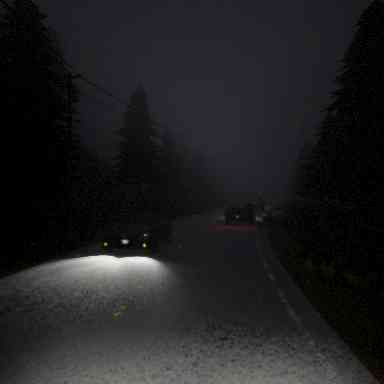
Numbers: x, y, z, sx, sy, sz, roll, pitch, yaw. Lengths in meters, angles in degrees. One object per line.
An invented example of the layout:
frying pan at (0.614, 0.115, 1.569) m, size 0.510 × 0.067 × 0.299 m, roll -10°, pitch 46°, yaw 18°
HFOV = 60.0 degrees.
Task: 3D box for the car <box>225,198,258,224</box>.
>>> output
car at (3.624, 1.452, 24.502) m, size 1.882 × 1.535 × 5.008 m, roll 0°, pitch 0°, yaw 14°

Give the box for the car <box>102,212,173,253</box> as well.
car at (-2.062, 1.539, 13.597) m, size 1.994 × 1.385 × 4.181 m, roll 0°, pitch 0°, yaw 8°

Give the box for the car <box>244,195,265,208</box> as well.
car at (8.132, 1.455, 41.723) m, size 2.128 × 1.511 × 4.902 m, roll 0°, pitch 0°, yaw 15°

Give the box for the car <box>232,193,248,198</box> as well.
car at (7.762, 1.168, 52.751) m, size 2.150 × 2.045 × 5.566 m, roll 0°, pitch 0°, yaw 17°
